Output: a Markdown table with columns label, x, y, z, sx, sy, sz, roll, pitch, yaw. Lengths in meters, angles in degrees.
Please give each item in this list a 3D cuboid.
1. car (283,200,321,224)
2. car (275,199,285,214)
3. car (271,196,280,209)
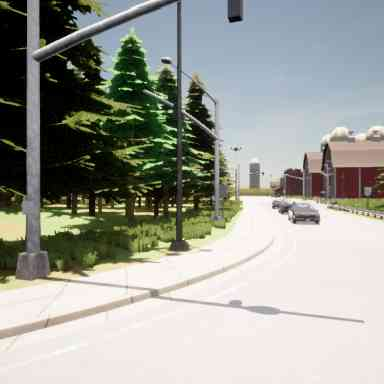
| label | x | y | z | sx | sy | sz | roll | pitch | yaw |
| --- | --- | --- | --- | --- | --- | --- | --- | --- | --- |
| car | 8.387 | 1.547 | 25.287 | 2.033 | 1.411 | 5.357 | 0 | 0 | 11 |
| car | 10.122 | 1.601 | 34.781 | 1.895 | 1.301 | 4.718 | 0 | 0 | 10 |
| car | 11.798 | 1.564 | 44.704 | 1.994 | 1.385 | 4.181 | 0 | 0 | 9 |
